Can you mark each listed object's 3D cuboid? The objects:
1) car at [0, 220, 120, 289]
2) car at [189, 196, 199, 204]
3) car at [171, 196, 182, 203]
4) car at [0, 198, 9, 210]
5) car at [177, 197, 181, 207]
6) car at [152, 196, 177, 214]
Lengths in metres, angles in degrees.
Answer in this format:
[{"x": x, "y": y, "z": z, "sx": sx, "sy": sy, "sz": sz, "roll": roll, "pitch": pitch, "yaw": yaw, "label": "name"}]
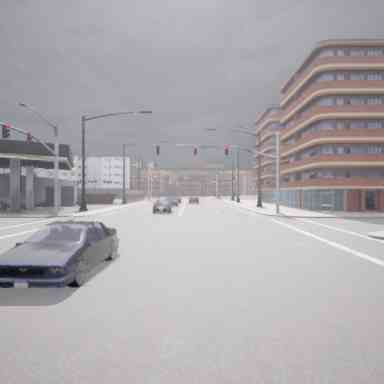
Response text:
[{"x": -3.479, "y": 1.547, "z": 9.537, "sx": 2.033, "sy": 1.411, "sz": 5.357, "roll": 0, "pitch": 0, "yaw": 1, "label": "car"}, {"x": 0.346, "y": 1.491, "z": 63.754, "sx": 2.128, "sy": 1.511, "sz": 4.902, "roll": 0, "pitch": 0, "yaw": 0, "label": "car"}, {"x": -3.191, "y": 1.601, "z": 69.069, "sx": 1.895, "sy": 1.301, "sz": 4.718, "roll": 0, "pitch": 0, "yaw": 0, "label": "car"}, {"x": -23.943, "y": 1.456, "z": 39.446, "sx": 3.806, "sy": 1.475, "sz": 1.970, "roll": 0, "pitch": 0, "yaw": 1, "label": "car"}, {"x": -3.167, "y": 1.351, "z": 50.848, "sx": 2.097, "sy": 1.767, "sz": 4.553, "roll": 0, "pitch": 0, "yaw": 0, "label": "car"}, {"x": -3.075, "y": 1.489, "z": 35.251, "sx": 2.128, "sy": 1.511, "sz": 4.902, "roll": 0, "pitch": 0, "yaw": 0, "label": "car"}]
